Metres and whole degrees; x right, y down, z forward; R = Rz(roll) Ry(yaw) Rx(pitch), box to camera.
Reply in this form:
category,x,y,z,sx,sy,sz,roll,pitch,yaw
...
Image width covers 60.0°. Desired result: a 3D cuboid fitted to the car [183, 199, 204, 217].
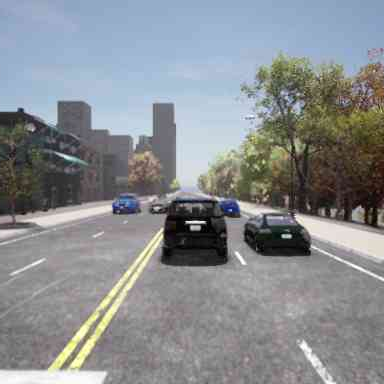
category,x,y,z,sx,sy,sz,roll,pitch,yaw
car,0.104,1.465,31.001,1.812,1.442,4.674,0,0,0

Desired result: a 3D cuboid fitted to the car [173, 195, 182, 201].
category,x,y,z,sx,sy,sz,roll,pitch,yaw
car,-3.254,1.345,75.102,1.895,1.301,4.718,0,0,0

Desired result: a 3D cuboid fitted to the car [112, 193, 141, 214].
category,x,y,z,sx,sy,sz,roll,pitch,yaw
car,-6.591,1.157,34.058,2.150,2.045,5.566,0,0,0

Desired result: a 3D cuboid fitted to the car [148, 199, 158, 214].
category,x,y,z,sx,sy,sz,roll,pitch,yaw
car,-3.340,1.424,33.905,2.128,1.511,4.902,0,0,0

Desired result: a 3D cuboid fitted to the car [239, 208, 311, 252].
category,x,y,z,sx,sy,sz,roll,pitch,yaw
car,3.352,1.537,13.773,1.994,1.385,4.181,0,0,0

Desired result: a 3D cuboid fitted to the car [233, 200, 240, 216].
category,x,y,z,sx,sy,sz,roll,pitch,yaw
car,3.355,1.416,31.492,1.882,1.535,5.008,0,0,0

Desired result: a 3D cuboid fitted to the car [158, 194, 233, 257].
category,x,y,z,sx,sy,sz,roll,pitch,yaw
car,0.103,1.196,12.922,2.150,2.045,5.566,0,0,0
